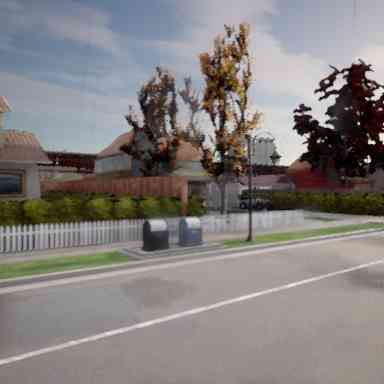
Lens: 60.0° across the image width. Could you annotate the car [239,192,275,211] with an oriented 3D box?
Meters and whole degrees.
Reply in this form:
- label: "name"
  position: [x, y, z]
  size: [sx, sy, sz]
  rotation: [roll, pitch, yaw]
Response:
- label: "car"
  position: [6.678, 0.990, 34.795]
  size: [1.905, 1.878, 3.866]
  rotation: [0, 0, -35]
